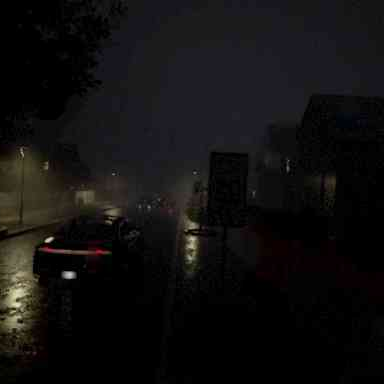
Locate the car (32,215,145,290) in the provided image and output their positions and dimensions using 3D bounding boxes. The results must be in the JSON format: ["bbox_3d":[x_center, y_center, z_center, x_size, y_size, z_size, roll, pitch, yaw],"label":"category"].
[{"bbox_3d":[-2.395,1.348,8.772,2.128,1.511,4.902,3,1,-1],"label":"car"}]

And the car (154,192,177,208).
[{"bbox_3d":[-3.054,1.087,39.769,1.812,1.442,4.674,3,0,0],"label":"car"}]

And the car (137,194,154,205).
[{"bbox_3d":[-5.958,0.936,43.901,1.994,1.385,4.181,3,0,-1],"label":"car"}]

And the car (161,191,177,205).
[{"bbox_3d":[-3.324,0.831,49.560,2.097,1.767,4.553,3,0,-1],"label":"car"}]
